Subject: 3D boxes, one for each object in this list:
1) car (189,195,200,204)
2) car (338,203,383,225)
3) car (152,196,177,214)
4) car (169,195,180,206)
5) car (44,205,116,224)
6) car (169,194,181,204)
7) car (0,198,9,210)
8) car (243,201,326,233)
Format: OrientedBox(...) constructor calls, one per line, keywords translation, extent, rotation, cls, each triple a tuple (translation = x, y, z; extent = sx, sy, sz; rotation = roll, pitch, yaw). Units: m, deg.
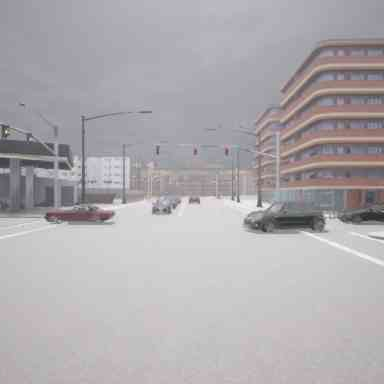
OrientedBox(translation=(0.436, 1.353, 65.089), extent=(2.097, 1.767, 4.553), rotation=(0, 0, 0), cls="car")
OrientedBox(translation=(12.871, 1.526, 23.690), extent=(4.674, 1.442, 1.812), rotation=(0, 0, 1), cls="car")
OrientedBox(translation=(-3.076, 1.491, 35.209), extent=(2.128, 1.511, 4.902), rotation=(0, 0, 0), cls="car")
OrientedBox(translation=(-3.133, 1.352, 44.927), extent=(2.097, 1.767, 4.553), rotation=(0, 0, 0), cls="car")
OrientedBox(translation=(-8.008, 1.601, 23.886), extent=(4.718, 1.301, 1.895), rotation=(0, 0, 1), cls="car")
OrientedBox(translation=(-3.208, 1.352, 65.098), extent=(2.097, 1.767, 4.553), rotation=(0, 0, 0), cls="car")
OrientedBox(translation=(-23.943, 1.456, 39.401), extent=(3.806, 1.475, 1.970), rotation=(0, 0, 1), cls="car")
OrientedBox(translation=(5.268, 1.351, 19.262), extent=(4.553, 1.767, 2.097), rotation=(0, 0, -14), cls="car")
